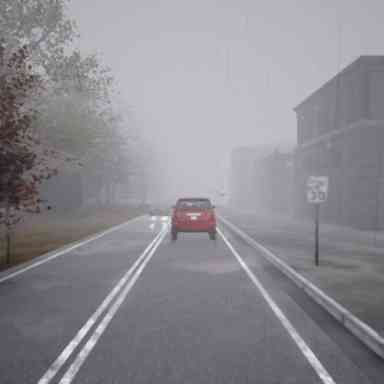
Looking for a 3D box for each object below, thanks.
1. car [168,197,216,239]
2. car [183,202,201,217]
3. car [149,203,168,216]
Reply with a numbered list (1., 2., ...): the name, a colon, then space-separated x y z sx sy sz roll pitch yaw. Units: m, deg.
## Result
1. car: 0.079 1.294 17.865 2.150 2.045 5.566 0 0 0
2. car: 0.022 1.819 36.130 1.812 1.442 4.674 0 -1 0
3. car: -3.417 1.849 35.587 1.994 1.385 4.181 0 -1 0
